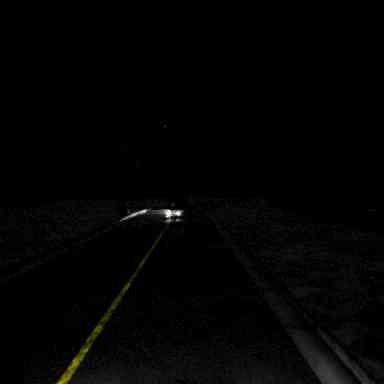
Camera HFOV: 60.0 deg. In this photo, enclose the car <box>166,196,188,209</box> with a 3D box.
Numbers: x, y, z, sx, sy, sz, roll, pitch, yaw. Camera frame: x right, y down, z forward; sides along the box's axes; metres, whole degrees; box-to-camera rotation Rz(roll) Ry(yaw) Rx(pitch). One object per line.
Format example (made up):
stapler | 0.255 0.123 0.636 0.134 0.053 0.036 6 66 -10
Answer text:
car | -1.699 1.210 39.603 2.128 1.511 4.902 0 0 11
